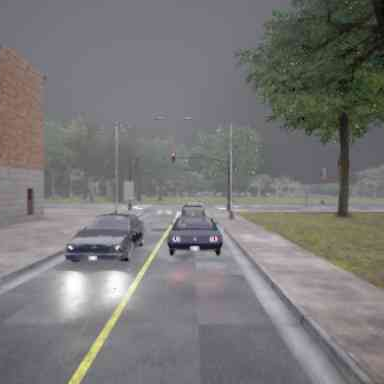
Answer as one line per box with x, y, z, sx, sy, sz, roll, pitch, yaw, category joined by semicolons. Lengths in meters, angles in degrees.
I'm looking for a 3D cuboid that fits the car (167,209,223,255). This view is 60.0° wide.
0.100;1.562;13.118;1.895;1.301;4.718;0;0;0;car

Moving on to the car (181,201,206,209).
0.098;1.449;27.707;2.128;1.511;4.902;0;0;0;car

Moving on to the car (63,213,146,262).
-2.848;1.510;12.207;2.033;1.411;5.357;0;0;0;car
